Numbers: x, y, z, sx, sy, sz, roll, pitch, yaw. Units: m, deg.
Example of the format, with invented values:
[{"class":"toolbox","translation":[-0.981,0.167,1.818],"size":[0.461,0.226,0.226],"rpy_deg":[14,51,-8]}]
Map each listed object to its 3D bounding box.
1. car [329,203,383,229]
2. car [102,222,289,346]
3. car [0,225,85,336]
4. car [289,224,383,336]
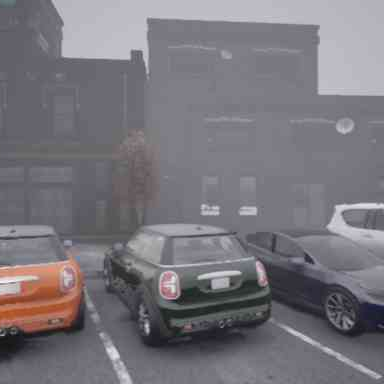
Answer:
[{"class":"car","translation":[5.522,1.280,7.378],"size":[2.435,2.045,5.566],"rpy_deg":[1,-2,-25]},{"class":"car","translation":[-0.469,1.421,6.860],"size":[2.185,1.767,4.553],"rpy_deg":[0,-1,-25]},{"class":"car","translation":[-3.460,1.430,6.605],"size":[2.185,1.767,4.553],"rpy_deg":[0,-1,-25]},{"class":"car","translation":[2.534,1.569,7.119],"size":[2.163,1.488,4.792],"rpy_deg":[1,-2,-25]}]
